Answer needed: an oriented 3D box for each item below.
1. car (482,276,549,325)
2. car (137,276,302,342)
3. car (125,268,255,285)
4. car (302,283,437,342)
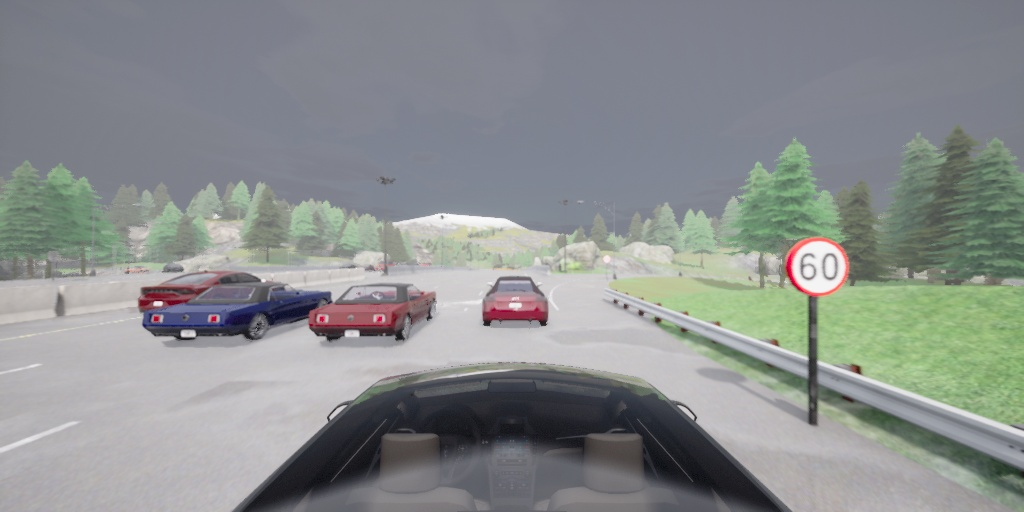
[{"bbox_3d":[0.095,1.349,11.978,1.994,1.385,4.181,0,0,0],"label":"car"},{"bbox_3d":[-6.905,1.377,9.879,1.895,1.301,4.718,0,0,0],"label":"car"},{"bbox_3d":[-10.405,1.262,13.018,1.882,1.535,5.008,0,0,0],"label":"car"},{"bbox_3d":[-3.404,1.378,9.875,1.895,1.301,4.718,0,0,0],"label":"car"}]
